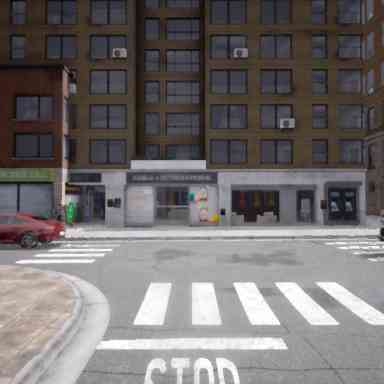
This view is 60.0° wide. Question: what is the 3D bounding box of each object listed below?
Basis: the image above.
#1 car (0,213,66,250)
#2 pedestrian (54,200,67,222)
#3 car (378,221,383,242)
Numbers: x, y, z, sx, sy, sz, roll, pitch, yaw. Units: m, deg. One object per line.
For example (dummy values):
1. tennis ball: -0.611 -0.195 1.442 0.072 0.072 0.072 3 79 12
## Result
1. car: -7.840 1.626 14.229 4.674 1.442 1.812 -1 -1 0
2. pedestrian: -6.836 1.287 17.142 0.375 1.860 0.375 0 0 0
3. car: 8.968 1.372 11.219 4.902 1.511 2.128 0 -1 0
